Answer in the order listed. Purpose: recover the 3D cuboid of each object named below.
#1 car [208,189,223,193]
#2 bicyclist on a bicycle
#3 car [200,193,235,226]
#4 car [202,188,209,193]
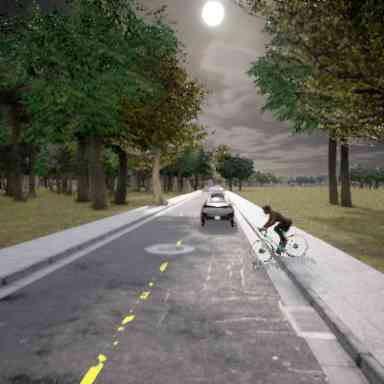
[{"bbox_3d":[3.327,0.592,42.980,1.837,1.490,4.892,0,1,4],"label":"car"},{"bbox_3d":[2.390,1.155,9.441,1.656,1.620,0.582,-9,1,5],"label":"bicyclist on a bicycle"},{"bbox_3d":[1.525,1.063,19.695,2.128,1.511,4.902,0,1,4],"label":"car"},{"bbox_3d":[3.267,-0.297,79.110,1.895,1.301,4.718,0,1,4],"label":"car"}]
